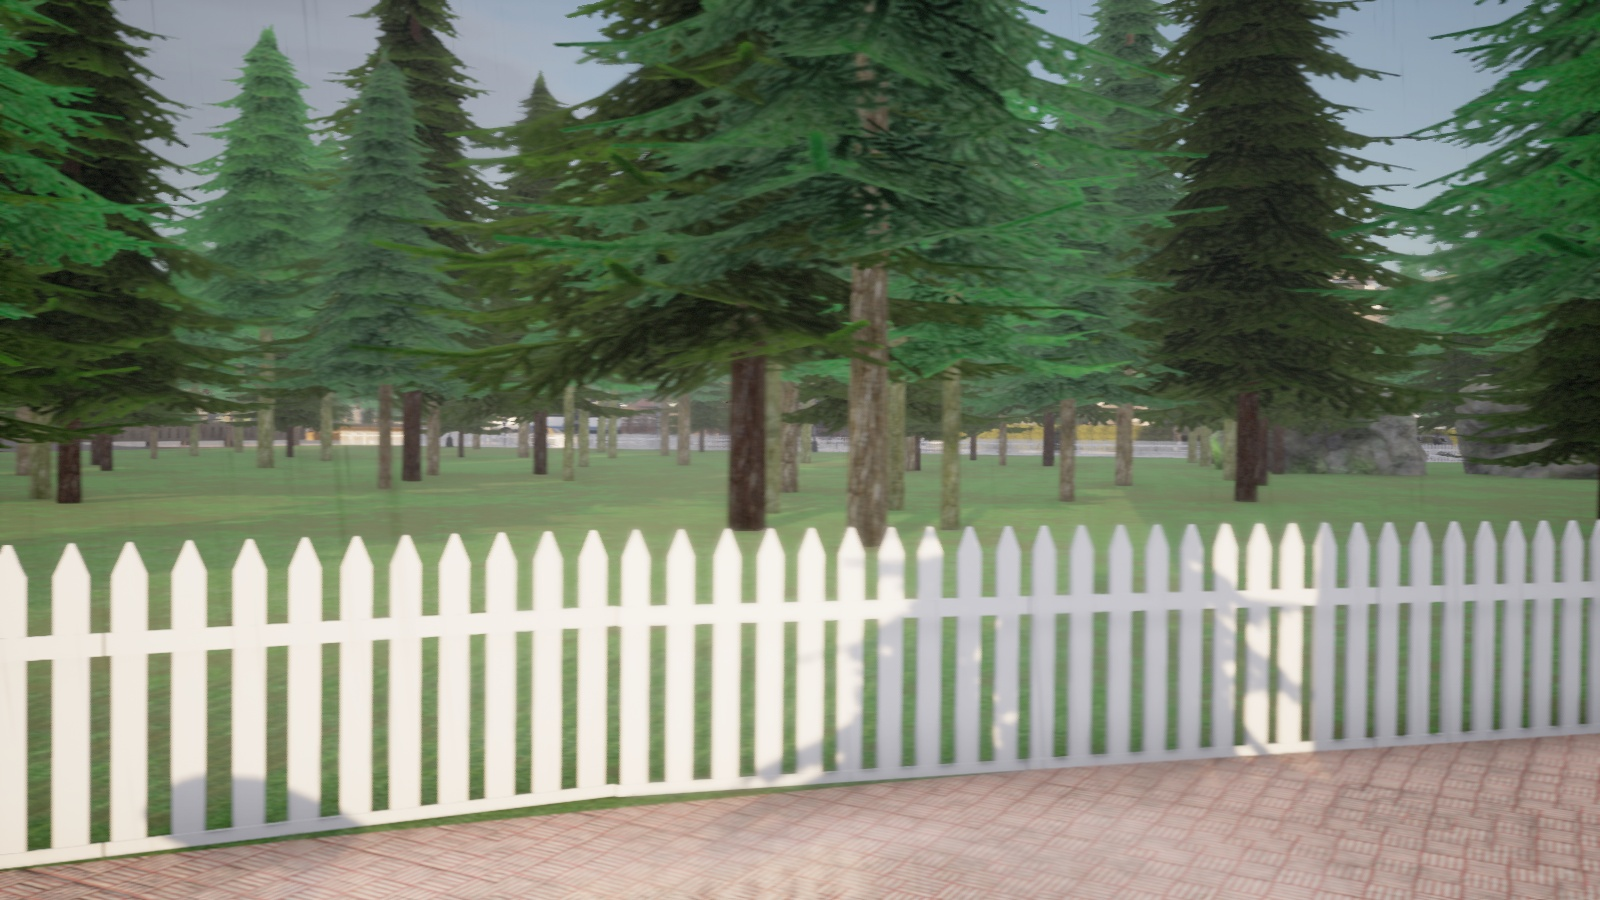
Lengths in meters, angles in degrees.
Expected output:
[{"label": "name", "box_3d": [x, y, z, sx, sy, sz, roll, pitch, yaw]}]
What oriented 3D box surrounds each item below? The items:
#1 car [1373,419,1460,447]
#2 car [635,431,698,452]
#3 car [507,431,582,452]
[{"label": "car", "box_3d": [39.001, -1.080, 79.597, 4.611, 1.667, 2.242, 0, 1, 15]}, {"label": "car", "box_3d": [-9.870, -0.630, 92.982, 4.193, 1.474, 1.816, 0, 1, 15]}, {"label": "car", "box_3d": [-19.422, -0.650, 95.595, 5.366, 1.575, 1.801, 0, 1, 15]}]
